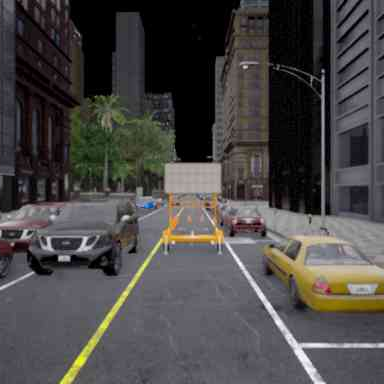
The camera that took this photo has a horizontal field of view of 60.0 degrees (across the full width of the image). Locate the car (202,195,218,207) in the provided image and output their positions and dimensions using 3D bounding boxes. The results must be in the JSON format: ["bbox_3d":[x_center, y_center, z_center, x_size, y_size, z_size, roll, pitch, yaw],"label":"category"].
[{"bbox_3d":[2.888,1.465,45.534,2.192,1.841,5.009,0,0,0],"label":"car"}]

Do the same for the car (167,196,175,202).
[{"bbox_3d":[-5.513,1.829,88.285,2.008,1.369,4.403,0,0,0],"label":"car"}]

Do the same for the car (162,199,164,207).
[{"bbox_3d":[-5.605,1.766,56.426,1.802,1.307,4.206,0,0,0],"label":"car"}]

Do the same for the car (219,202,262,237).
[{"bbox_3d":[2.810,1.498,18.408,1.967,1.590,4.097,0,0,0],"label":"car"}]

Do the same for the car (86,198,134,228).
[{"bbox_3d":[-5.700,1.389,23.870,2.192,1.841,5.009,0,0,0],"label":"car"}]

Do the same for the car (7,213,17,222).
[{"bbox_3d":[-5.731,1.354,13.018,2.192,1.841,5.009,0,0,0],"label":"car"}]

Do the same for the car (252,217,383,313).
[{"bbox_3d":[2.780,1.549,7.728,1.752,1.417,4.829,0,0,0],"label":"car"}]

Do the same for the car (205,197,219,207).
[{"bbox_3d":[2.873,1.658,40.278,1.752,1.417,4.829,0,0,0],"label":"car"}]

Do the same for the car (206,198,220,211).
[{"bbox_3d":[2.857,1.664,34.683,2.008,1.369,4.403,0,0,0],"label":"car"}]

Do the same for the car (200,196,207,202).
[{"bbox_3d":[3.012,1.845,88.240,1.947,1.339,4.313,0,0,0],"label":"car"}]

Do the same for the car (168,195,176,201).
[{"bbox_3d":[-5.498,1.733,93.705,1.967,1.590,4.097,0,0,0],"label":"car"}]

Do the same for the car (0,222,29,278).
[{"bbox_3d":[-5.746,1.604,7.592,1.802,1.307,4.206,0,0,0],"label":"car"}]

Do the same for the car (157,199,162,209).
[{"bbox_3d":[-5.637,1.589,45.574,1.967,1.590,4.097,0,0,0],"label":"car"}]

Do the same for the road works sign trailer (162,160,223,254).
[{"bbox_3d":[0.038,0.506,13.693,2.380,3.560,2.880,0,0,0],"label":"road works sign trailer"}]

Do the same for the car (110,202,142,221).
[{"bbox_3d":[-5.683,1.638,29.295,1.887,1.381,4.507,0,0,0],"label":"car"}]

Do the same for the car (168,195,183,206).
[{"bbox_3d":[-2.838,1.715,57.115,1.837,1.490,4.892,0,0,0],"label":"car"}]

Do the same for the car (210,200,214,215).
[{"bbox_3d":[2.841,1.639,29.258,1.887,1.381,4.507,0,0,0],"label":"car"}]

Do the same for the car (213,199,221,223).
[{"bbox_3d":[2.826,1.516,23.833,1.967,1.590,4.097,0,0,0],"label":"car"}]

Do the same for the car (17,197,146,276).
[{"bbox_3d":[-3.071,1.254,10.788,2.150,2.045,5.566,0,0,0],"label":"car"}]

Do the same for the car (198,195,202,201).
[{"bbox_3d":[2.996,1.830,82.820,1.947,1.339,4.313,0,0,0],"label":"car"}]

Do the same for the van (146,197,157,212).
[{"bbox_3d":[-5.653,1.472,40.148,1.690,1.788,3.998,0,0,0],"label":"van"}]
